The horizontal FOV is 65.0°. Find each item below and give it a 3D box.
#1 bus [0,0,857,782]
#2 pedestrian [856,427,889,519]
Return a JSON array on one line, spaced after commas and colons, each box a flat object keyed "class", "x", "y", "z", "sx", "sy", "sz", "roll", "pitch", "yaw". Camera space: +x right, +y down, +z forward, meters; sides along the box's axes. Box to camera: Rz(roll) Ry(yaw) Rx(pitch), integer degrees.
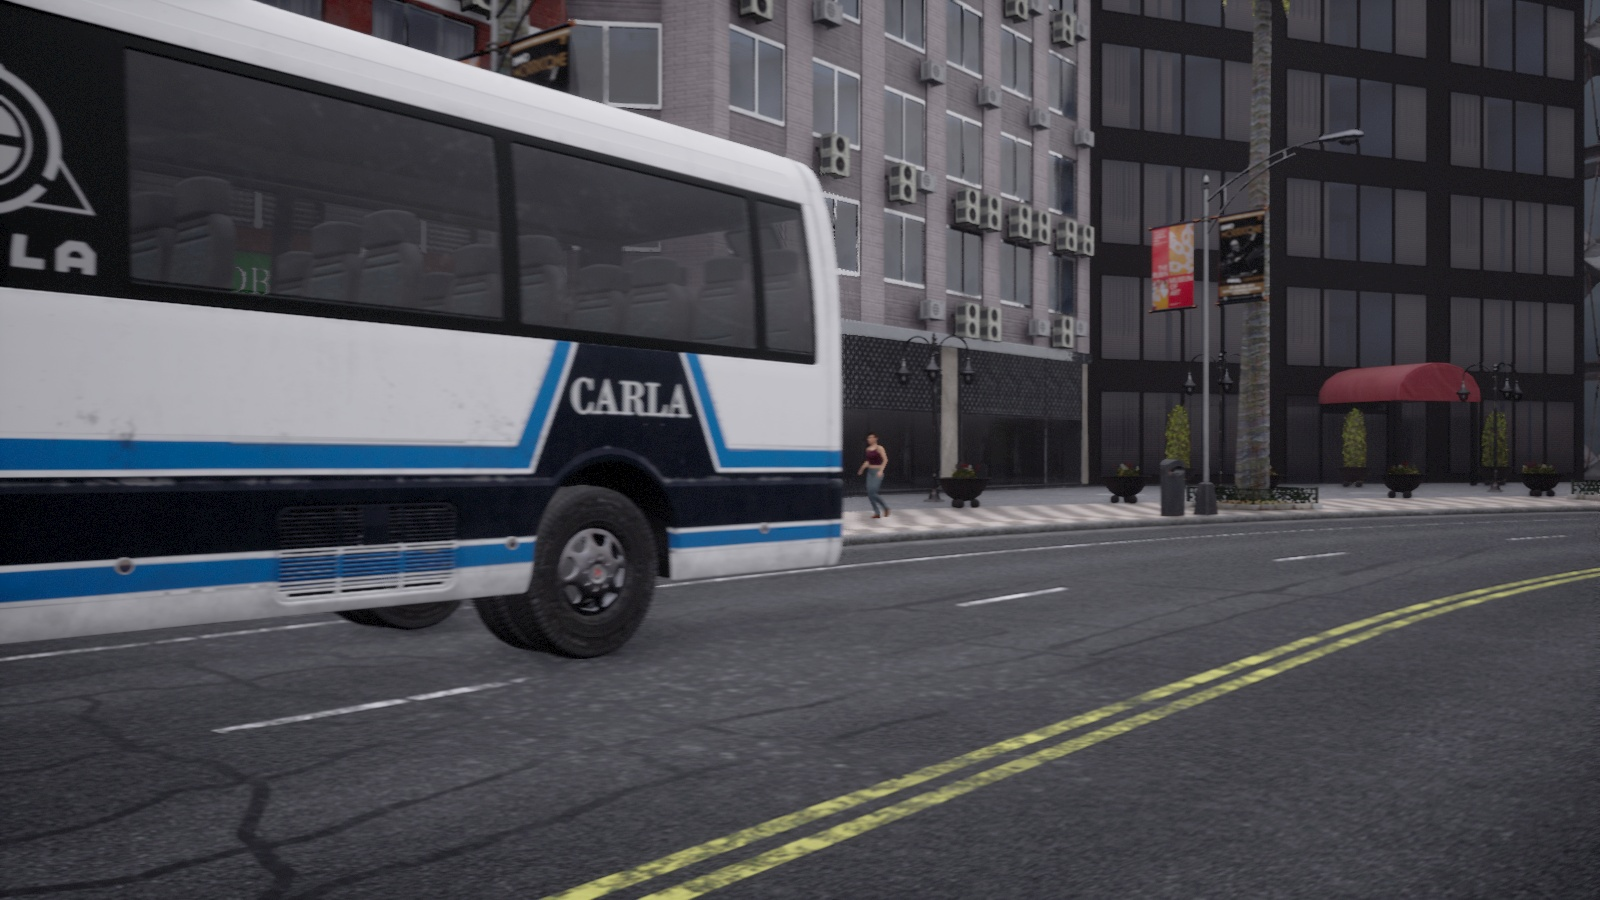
[{"class": "bus", "x": -4.319, "y": -0.603, "z": 7.971, "sx": 3.944, "sy": 4.253, "sz": 10.273, "roll": 0, "pitch": -1, "yaw": 40}, {"class": "pedestrian", "x": 1.469, "y": 0.460, "z": 25.566, "sx": 0.594, "sy": 1.836, "sz": 0.345, "roll": 0, "pitch": 0, "yaw": -40}]
